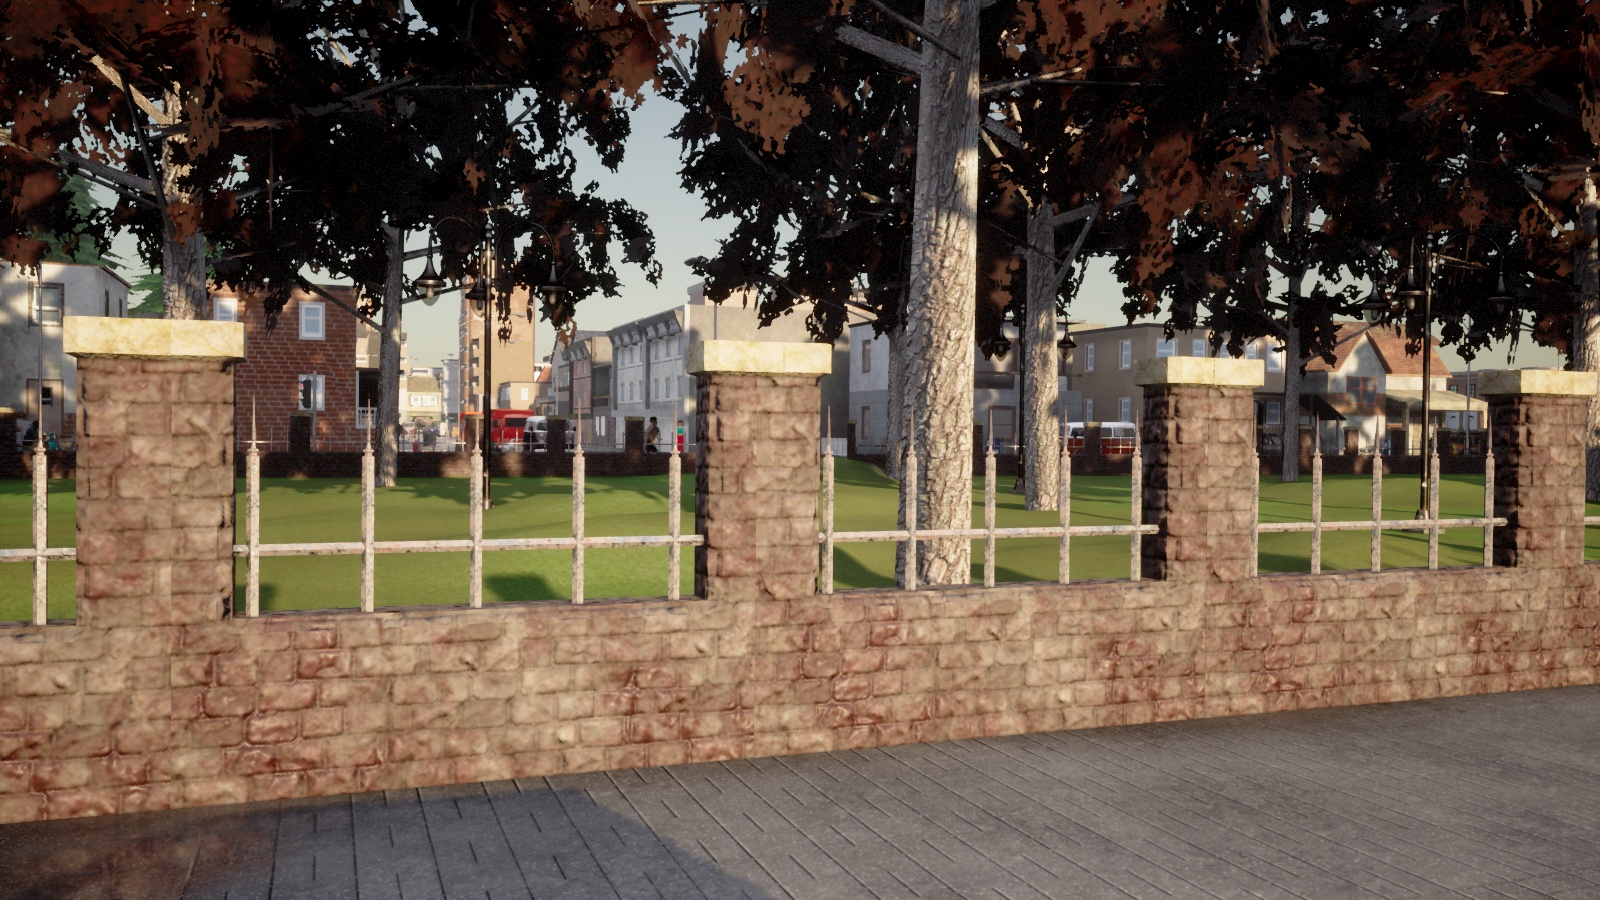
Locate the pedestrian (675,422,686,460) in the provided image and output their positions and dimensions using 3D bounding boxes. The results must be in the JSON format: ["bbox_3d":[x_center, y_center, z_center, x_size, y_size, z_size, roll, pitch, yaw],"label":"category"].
[{"bbox_3d":[-5.887,-0.434,61.766,0.345,1.836,0.594,0,1,11],"label":"pedestrian"}]

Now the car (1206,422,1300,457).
[{"bbox_3d":[21.834,-0.524,60.518,3.988,1.617,1.851,-1,1,-21],"label":"car"}]

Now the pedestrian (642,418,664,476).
[{"bbox_3d":[-4.738,-0.099,40.442,0.594,1.836,0.345,-1,1,-21],"label":"pedestrian"}]

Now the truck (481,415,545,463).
[{"bbox_3d":[-15.461,-0.618,67.439,2.627,2.467,5.204,-1,1,-21],"label":"truck"}]

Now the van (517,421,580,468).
[{"bbox_3d":[-11.379,-0.278,56.677,2.069,2.038,4.480,-1,1,-21],"label":"van"}]

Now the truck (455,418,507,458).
[{"bbox_3d":[-20.632,-0.784,81.072,2.627,2.467,5.204,-1,1,-21],"label":"truck"}]

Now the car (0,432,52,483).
[{"bbox_3d":[-27.724,0.264,41.683,4.611,1.667,2.242,-1,1,-20],"label":"car"}]

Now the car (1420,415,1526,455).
[{"bbox_3d":[32.260,-0.715,60.198,4.605,1.855,1.932,-1,1,-21],"label":"car"}]

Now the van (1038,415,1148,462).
[{"bbox_3d":[13.382,-0.555,57.302,4.480,2.038,2.069,-1,1,-21],"label":"van"}]
